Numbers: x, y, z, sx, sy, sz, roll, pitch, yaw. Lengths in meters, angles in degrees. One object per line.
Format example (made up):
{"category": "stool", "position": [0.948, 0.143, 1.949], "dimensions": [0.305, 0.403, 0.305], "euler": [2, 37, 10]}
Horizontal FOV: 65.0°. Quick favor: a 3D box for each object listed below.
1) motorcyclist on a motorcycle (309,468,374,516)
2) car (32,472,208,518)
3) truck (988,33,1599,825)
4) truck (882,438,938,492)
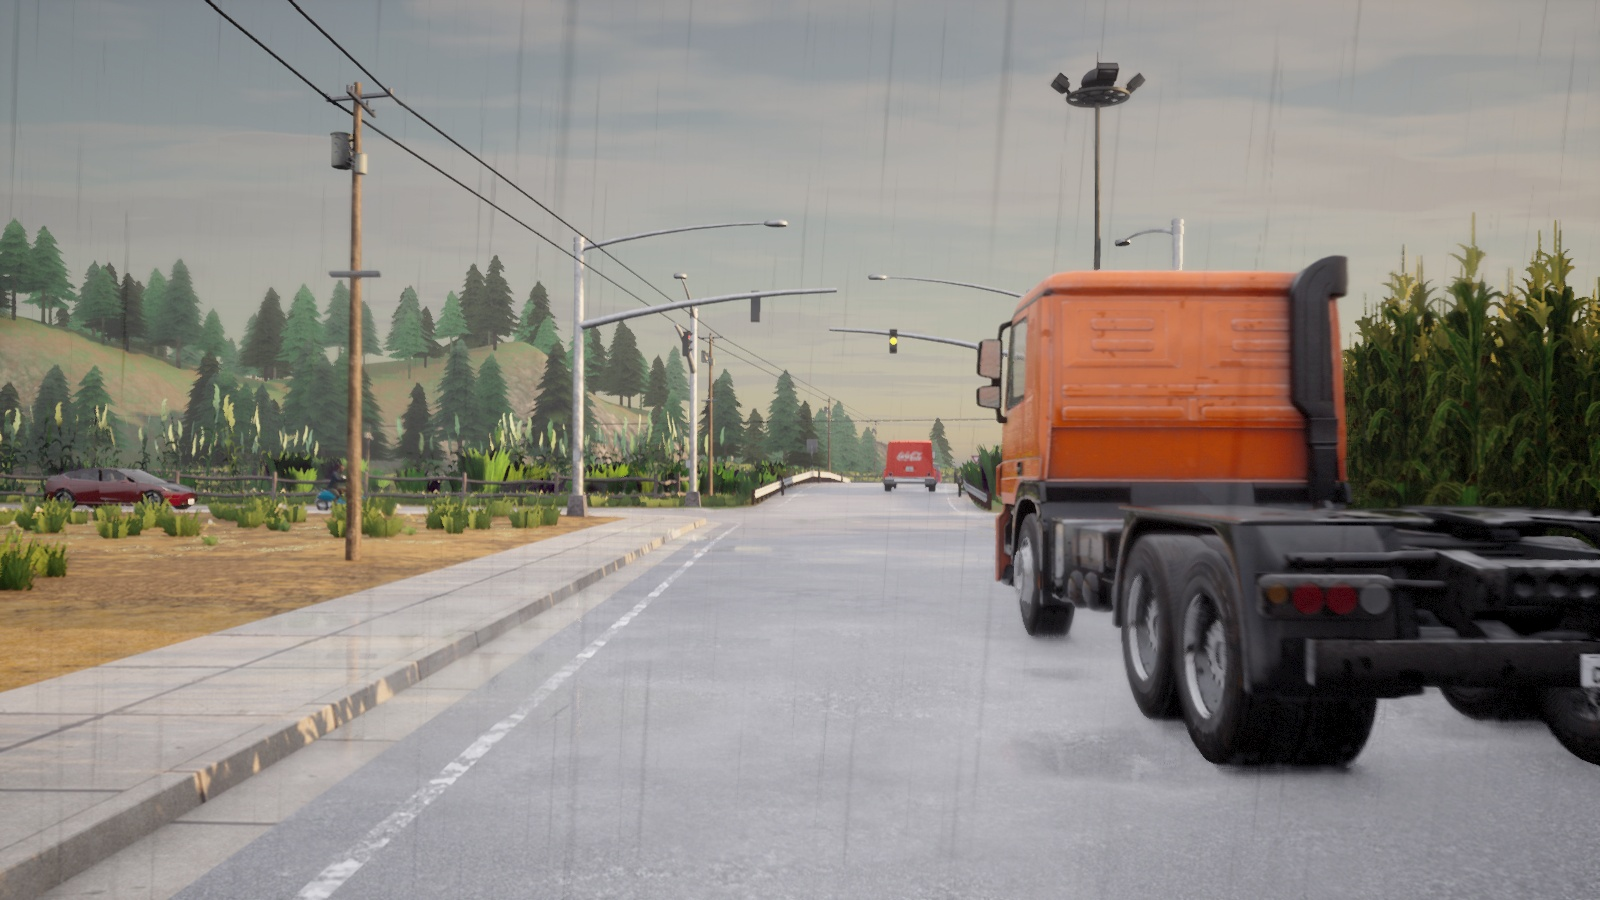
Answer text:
{"category": "motorcyclist on a motorcycle", "position": [-15.323, 1.406, 41.998], "dimensions": [1.817, 1.590, 0.866], "euler": [0, -1, 3]}
{"category": "car", "position": [-22.879, 1.488, 42.367], "dimensions": [4.792, 1.488, 2.163], "euler": [0, -1, 3]}
{"category": "truck", "position": [3.487, -0.046, 9.472], "dimensions": [2.891, 3.462, 7.936], "euler": [0, -1, 0]}
{"category": "truck", "position": [5.504, 0.687, 62.420], "dimensions": [2.627, 2.467, 5.204], "euler": [0, 1, 6]}
